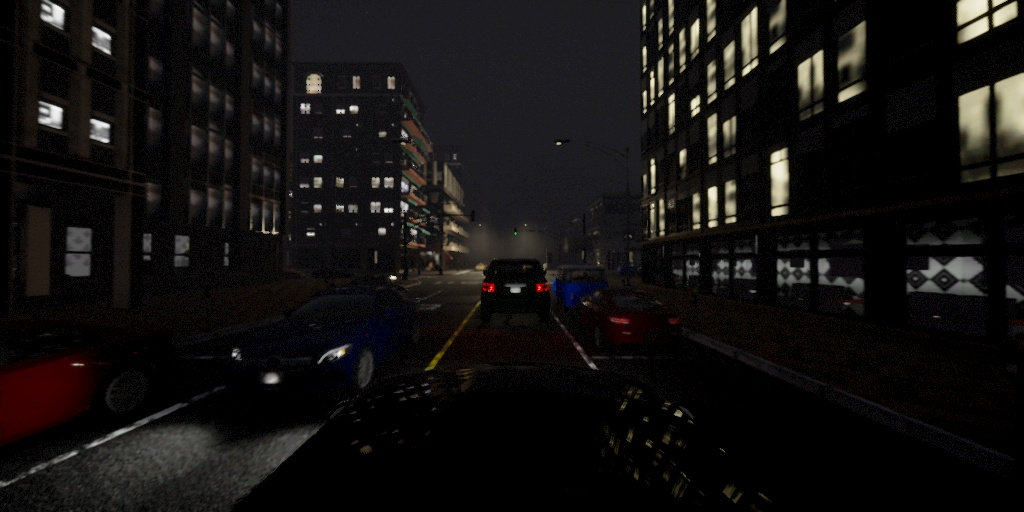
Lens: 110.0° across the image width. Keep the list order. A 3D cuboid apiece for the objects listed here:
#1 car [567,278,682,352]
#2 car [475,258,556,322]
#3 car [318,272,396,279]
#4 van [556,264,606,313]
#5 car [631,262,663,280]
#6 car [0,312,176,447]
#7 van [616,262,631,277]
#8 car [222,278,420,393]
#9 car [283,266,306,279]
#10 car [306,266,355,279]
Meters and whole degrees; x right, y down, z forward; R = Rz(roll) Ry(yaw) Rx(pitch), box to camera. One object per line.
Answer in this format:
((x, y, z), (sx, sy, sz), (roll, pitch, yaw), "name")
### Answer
((2.657, 1.411, 8.898), (1.802, 1.307, 4.207), (0, 0, 0), "car")
((0.101, 1.097, 12.995), (2.150, 2.045, 5.566), (0, 0, 0), "car")
((-5.691, 1.458, 14.613), (1.948, 1.339, 4.313), (0, 0, 0), "car")
((2.656, 1.233, 14.587), (1.690, 1.789, 3.998), (0, 0, 0), "van")
((14.918, 1.476, 35.471), (5.009, 1.841, 2.192), (0, 0, 0), "car")
((-5.690, 1.312, 3.236), (1.888, 1.381, 4.507), (0, 0, 0), "car")
((14.895, 1.635, 43.850), (3.998, 1.789, 1.690), (0, 0, 0), "van")
((-3.099, 1.333, 6.947), (1.812, 1.442, 4.674), (0, -1, 0), "car")
((-22.961, 1.585, 35.379), (4.829, 1.417, 1.751), (0, 0, 0), "car")
((-17.469, 1.652, 35.392), (4.207, 1.307, 1.802), (0, 0, 0), "car")
